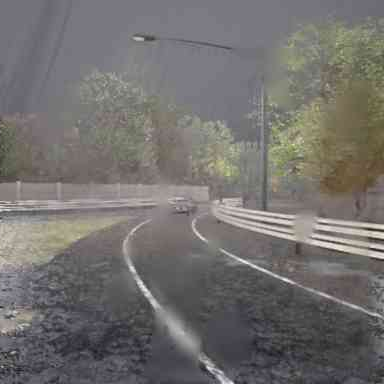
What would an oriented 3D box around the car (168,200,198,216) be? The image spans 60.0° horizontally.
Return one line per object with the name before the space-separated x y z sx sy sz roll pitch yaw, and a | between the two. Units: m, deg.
car | -0.768 1.465 31.050 2.033 1.411 5.357 0 0 11
